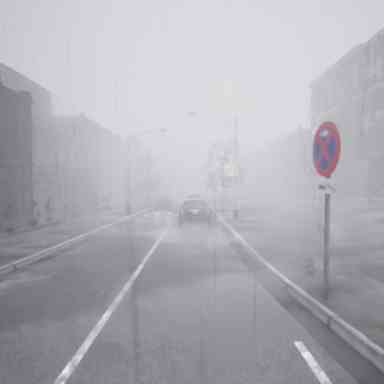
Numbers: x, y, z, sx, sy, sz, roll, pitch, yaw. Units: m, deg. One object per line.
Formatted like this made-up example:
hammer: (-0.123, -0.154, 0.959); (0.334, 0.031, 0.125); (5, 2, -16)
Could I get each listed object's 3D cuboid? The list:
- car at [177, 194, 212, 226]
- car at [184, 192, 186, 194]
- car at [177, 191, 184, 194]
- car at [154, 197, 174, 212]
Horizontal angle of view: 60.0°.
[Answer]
car: (0.204, 1.225, 22.200); (2.097, 1.767, 4.553); (0, 1, 0)
car: (0.373, 1.023, 42.456); (2.097, 1.767, 4.553); (0, 1, 1)
car: (-2.389, 0.634, 77.378); (1.837, 1.490, 4.892); (0, 1, 1)
car: (-2.894, 1.290, 35.383); (2.033, 1.411, 5.357); (0, 1, 1)
